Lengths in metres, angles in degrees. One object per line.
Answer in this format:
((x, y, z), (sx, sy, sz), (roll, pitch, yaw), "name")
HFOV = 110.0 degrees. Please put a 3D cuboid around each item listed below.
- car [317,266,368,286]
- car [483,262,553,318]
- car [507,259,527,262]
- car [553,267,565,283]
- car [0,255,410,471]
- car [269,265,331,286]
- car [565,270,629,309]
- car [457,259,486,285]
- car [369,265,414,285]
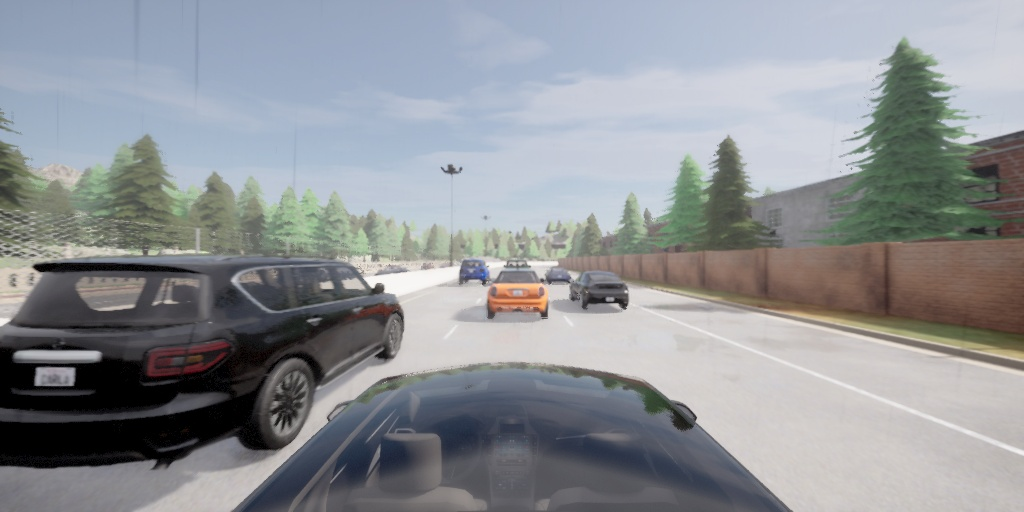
((-13.798, 1.570, 29.581), (1.837, 1.490, 4.892), (0, -1, 1), "car")
((0.215, 1.246, 13.788), (2.097, 1.767, 4.553), (0, -1, 1), "car")
((0.405, 1.308, 30.074), (2.150, 2.045, 5.566), (0, -1, 1), "car")
((3.919, 1.670, 31.340), (1.994, 1.385, 4.181), (0, -1, 1), "car")
((-3.386, 1.014, 5.366), (2.150, 2.045, 5.566), (0, 0, 1), "car")
((-17.297, 1.553, 29.602), (2.128, 1.511, 4.902), (0, -1, 1), "car")
((3.740, 1.428, 15.976), (1.837, 1.490, 4.892), (0, -1, 1), "car")
((-3.105, 1.304, 30.052), (2.150, 2.045, 5.566), (0, -1, 0), "car")
((-10.279, 1.578, 31.046), (2.128, 1.511, 4.902), (0, -1, 1), "car")
